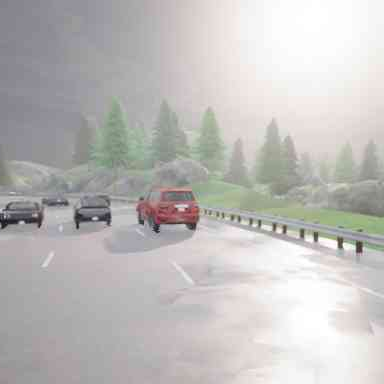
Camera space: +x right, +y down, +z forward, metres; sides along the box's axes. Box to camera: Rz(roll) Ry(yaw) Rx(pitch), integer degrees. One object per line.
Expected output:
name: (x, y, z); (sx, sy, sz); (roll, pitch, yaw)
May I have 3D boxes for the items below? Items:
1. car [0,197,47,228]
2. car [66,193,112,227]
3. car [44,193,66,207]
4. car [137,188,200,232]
car: (-9.341, 1.178, 18.560); (1.895, 1.301, 4.718); (-1, 1, -23)
car: (-5.797, 1.059, 18.975); (2.128, 1.511, 4.902); (0, 1, -22)
car: (-14.414, 0.773, 34.833); (1.994, 1.385, 4.181); (-1, 2, -34)
car: (-1.402, 0.823, 17.416); (2.150, 2.045, 5.566); (0, 1, -20)
